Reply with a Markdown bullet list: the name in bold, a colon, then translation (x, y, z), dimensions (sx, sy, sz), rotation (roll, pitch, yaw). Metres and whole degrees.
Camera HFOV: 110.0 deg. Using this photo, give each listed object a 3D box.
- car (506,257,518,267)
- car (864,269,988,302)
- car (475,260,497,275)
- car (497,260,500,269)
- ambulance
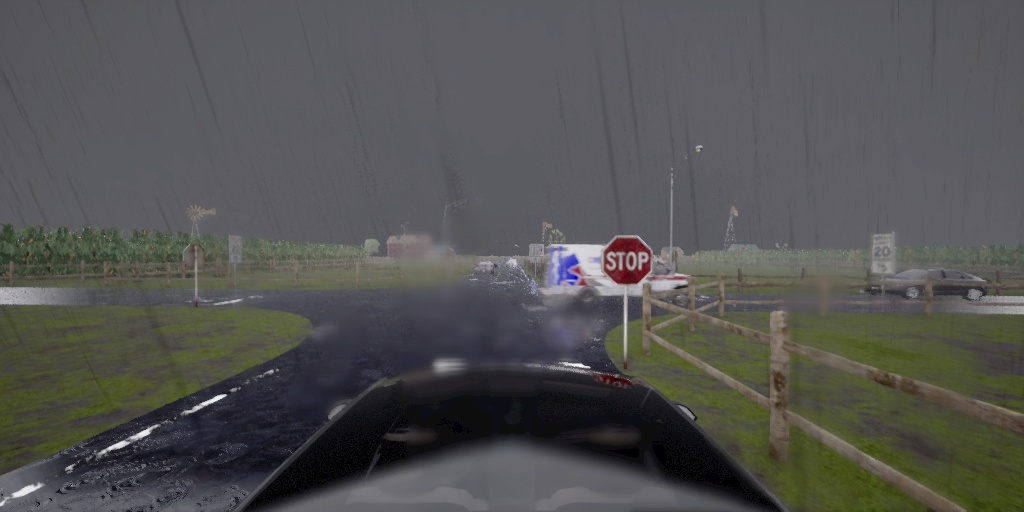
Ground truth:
- **car**: translation (-0.027, 1.215, 62.677), dimensions (1.812, 1.442, 4.674), rotation (0, 0, 0)
- **car**: translation (20.614, 1.419, 17.982), dimensions (4.892, 1.490, 1.837), rotation (0, 0, 1)
- **car**: translation (-2.857, 1.241, 38.364), dimensions (1.812, 1.442, 4.674), rotation (0, 0, 0)
- **car**: translation (-2.849, 1.300, 54.359), dimensions (1.895, 1.301, 4.718), rotation (0, 0, 0)
- **ambulance**: translation (4.421, 0.798, 15.282), dimensions (6.366, 2.431, 2.351), rotation (1, 0, 1)
